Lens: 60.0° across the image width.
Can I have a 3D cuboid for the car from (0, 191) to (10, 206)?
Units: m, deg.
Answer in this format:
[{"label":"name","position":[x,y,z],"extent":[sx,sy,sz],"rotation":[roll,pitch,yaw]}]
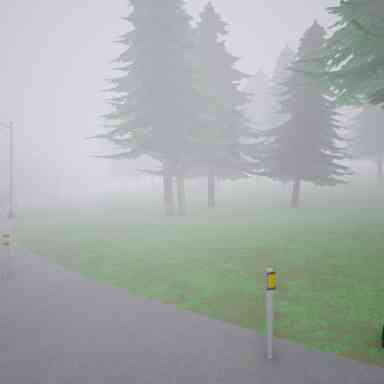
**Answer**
[{"label":"car","position":[-22.590,0.626,38.719],"extent":[2.097,1.767,4.553],"rotation":[0,3,-13]}]
